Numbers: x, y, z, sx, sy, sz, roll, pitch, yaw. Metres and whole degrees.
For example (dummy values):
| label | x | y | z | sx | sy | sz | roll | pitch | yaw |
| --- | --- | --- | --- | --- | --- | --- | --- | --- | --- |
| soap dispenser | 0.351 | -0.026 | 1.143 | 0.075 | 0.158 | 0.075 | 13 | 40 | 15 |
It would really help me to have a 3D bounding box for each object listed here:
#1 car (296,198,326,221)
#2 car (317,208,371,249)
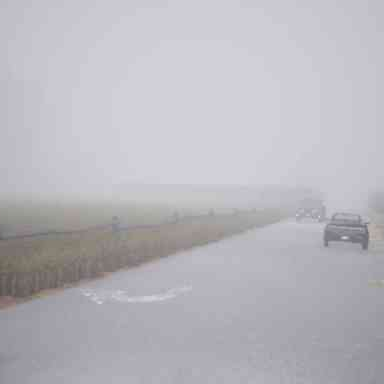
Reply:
| label | x | y | z | sx | sy | sz | roll | pitch | yaw |
| --- | --- | --- | --- | --- | --- | --- | --- | --- | --- |
| car | 11.052 | 1.621 | 30.634 | 2.150 | 2.045 | 5.566 | 3 | 0 | 26 |
| car | 7.677 | 1.806 | 16.518 | 2.128 | 1.511 | 4.902 | 3 | 0 | 26 |
